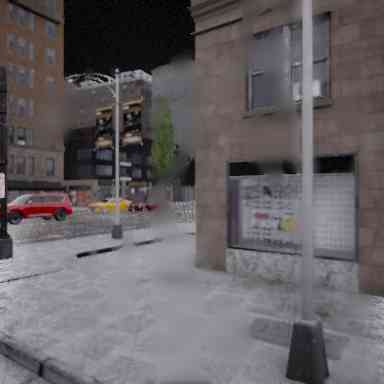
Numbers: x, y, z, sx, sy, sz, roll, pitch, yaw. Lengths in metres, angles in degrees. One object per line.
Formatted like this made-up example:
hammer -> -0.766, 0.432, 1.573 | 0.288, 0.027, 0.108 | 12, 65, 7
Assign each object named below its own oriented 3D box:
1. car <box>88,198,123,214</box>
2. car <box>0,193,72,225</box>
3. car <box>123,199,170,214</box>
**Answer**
car -> -8.299, 1.333, 34.092 | 1.882, 1.535, 5.008 | 0, 0, 35
car -> -11.403, 1.142, 23.943 | 2.150, 2.045, 5.566 | 0, 0, 36
car -> -4.419, 1.442, 33.978 | 1.895, 1.301, 4.718 | 0, 0, 35
